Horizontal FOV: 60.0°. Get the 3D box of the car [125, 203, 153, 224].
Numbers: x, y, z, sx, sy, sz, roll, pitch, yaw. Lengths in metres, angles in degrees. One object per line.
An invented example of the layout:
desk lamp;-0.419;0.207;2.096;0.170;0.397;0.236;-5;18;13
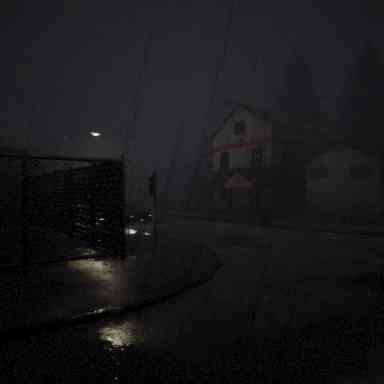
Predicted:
car;-4.887;1.511;24.482;2.033;1.411;5.357;0;0;-35
